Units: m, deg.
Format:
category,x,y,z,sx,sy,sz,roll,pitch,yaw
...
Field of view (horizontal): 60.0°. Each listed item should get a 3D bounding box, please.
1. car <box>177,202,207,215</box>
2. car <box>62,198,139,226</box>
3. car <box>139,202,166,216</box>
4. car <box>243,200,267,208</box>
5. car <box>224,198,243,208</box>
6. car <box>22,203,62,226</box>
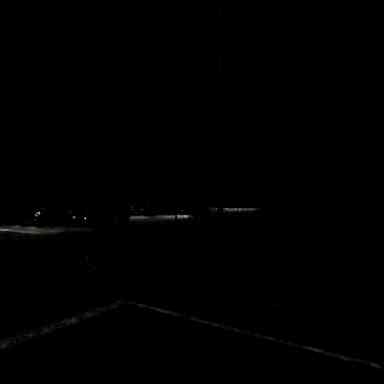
category,x,y,z,sx,sy,sz,roll,pitch,yaw
car,-0.013,1.843,37.936,1.994,1.385,4.181,-1,0,32
car,-7.155,1.491,26.668,2.150,2.045,5.566,-1,-1,32
car,-4.715,1.847,37.055,1.812,1.442,4.674,-1,0,32
car,10.614,1.895,54.557,1.895,1.301,4.718,-1,-1,33
car,7.048,1.815,55.496,1.882,1.535,5.008,-1,-1,33
car,-11.197,1.663,26.820,2.097,1.767,4.553,-1,-1,32
